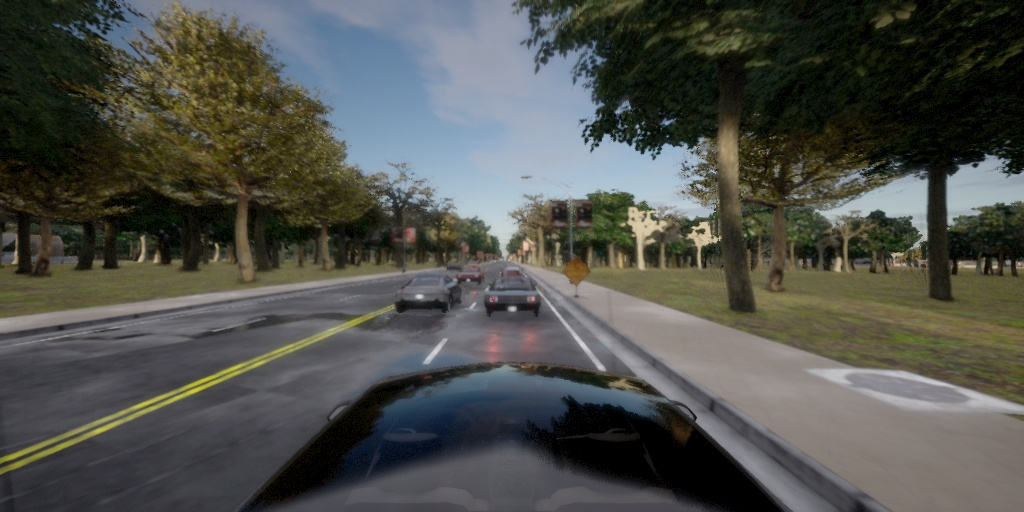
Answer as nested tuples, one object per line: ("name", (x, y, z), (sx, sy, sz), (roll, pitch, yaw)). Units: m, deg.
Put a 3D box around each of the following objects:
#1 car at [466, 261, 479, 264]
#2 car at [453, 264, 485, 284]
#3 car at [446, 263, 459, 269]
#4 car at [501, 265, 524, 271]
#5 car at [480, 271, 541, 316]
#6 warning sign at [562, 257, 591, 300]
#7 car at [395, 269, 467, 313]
("car", (-6.568, 1.616, 60.632), (2.097, 1.767, 4.553), (0, -1, 1))
("car", (-3.223, 1.528, 28.746), (1.895, 1.301, 4.718), (0, 0, 0))
("car", (-9.813, 1.863, 60.489), (1.895, 1.301, 4.718), (0, -1, 1))
("car", (0.037, 1.463, 30.075), (1.812, 1.442, 4.674), (0, 0, 0))
("car", (0.033, 1.426, 13.727), (1.895, 1.301, 4.718), (0, 0, 0))
("warning sign", (2.844, 0.952, 15.785), (1.300, 1.860, 1.060), (0, 0, 0))
("car", (-3.209, 1.394, 14.513), (1.994, 1.385, 4.181), (0, 0, 0))
